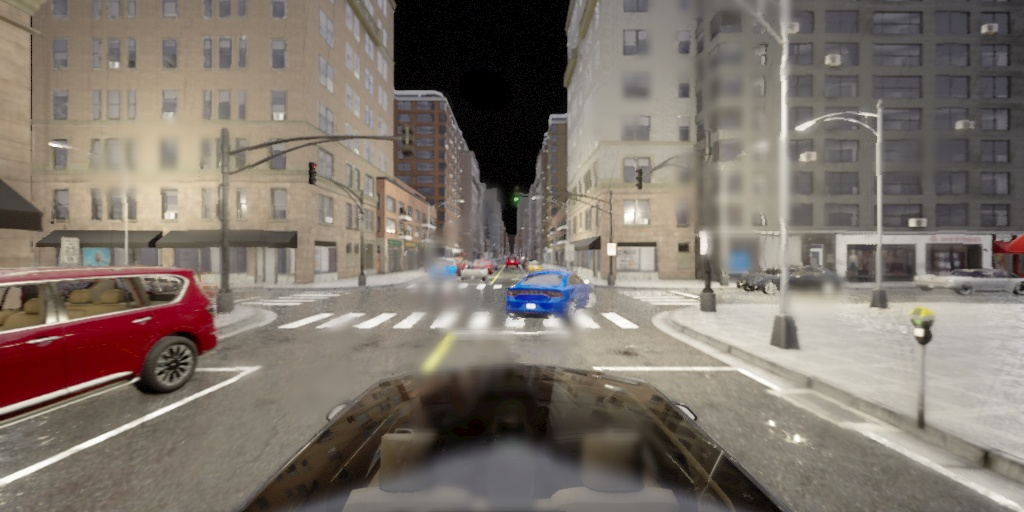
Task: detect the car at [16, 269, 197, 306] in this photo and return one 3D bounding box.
[{"bbox_3d":[-17.335,1.315,15.591,5.357,1.411,2.033,0,0,-4],"label":"car"}]

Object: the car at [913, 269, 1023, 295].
[{"bbox_3d":[24.498,1.352,19.059,4.718,1.301,1.895,0,0,-1],"label":"car"}]

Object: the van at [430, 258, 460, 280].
[{"bbox_3d":[-5.842,1.103,30.836,1.690,1.789,3.998,0,0,0],"label":"van"}]

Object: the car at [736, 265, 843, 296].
[{"bbox_3d":[14.574,1.254,19.005,4.892,1.490,1.837,0,0,1],"label":"car"}]

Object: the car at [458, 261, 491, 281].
[{"bbox_3d":[-3.065,1.363,29.961,1.895,1.301,4.718,0,0,-1],"label":"car"}]

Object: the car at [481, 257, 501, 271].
[{"bbox_3d":[-2.974,1.121,49.488,2.097,1.767,4.553,0,0,0],"label":"car"}]

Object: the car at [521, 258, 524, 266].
[{"bbox_3d":[2.695,1.336,53.236,1.948,1.339,4.313,0,0,0],"label":"car"}]

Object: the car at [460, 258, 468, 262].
[{"bbox_3d":[-5.840,1.080,36.432,2.192,1.841,5.009,0,0,0],"label":"car"}]

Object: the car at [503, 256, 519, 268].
[{"bbox_3d":[0.031,0.994,60.609,2.150,2.045,5.566,0,0,0],"label":"car"}]

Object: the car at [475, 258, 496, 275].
[{"bbox_3d":[-3.060,1.244,39.314,1.882,1.535,5.008,0,0,0],"label":"car"}]

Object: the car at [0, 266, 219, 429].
[{"bbox_3d":[-5.856,1.066,3.888,2.192,1.841,5.009,0,0,0],"label":"car"}]

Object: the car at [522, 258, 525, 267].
[{"bbox_3d":[2.693,1.319,47.642,2.007,1.370,4.403,0,0,0],"label":"car"}]

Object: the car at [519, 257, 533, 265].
[{"bbox_3d":[2.698,1.087,58.830,2.192,1.841,5.009,0,0,0],"label":"car"}]

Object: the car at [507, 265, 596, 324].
[{"bbox_3d":[1.468,1.232,12.160,1.882,1.535,5.008,-1,0,22],"label":"car"}]

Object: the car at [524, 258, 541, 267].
[{"bbox_3d":[2.690,1.292,42.217,1.751,1.417,4.829,0,0,0],"label":"car"}]
